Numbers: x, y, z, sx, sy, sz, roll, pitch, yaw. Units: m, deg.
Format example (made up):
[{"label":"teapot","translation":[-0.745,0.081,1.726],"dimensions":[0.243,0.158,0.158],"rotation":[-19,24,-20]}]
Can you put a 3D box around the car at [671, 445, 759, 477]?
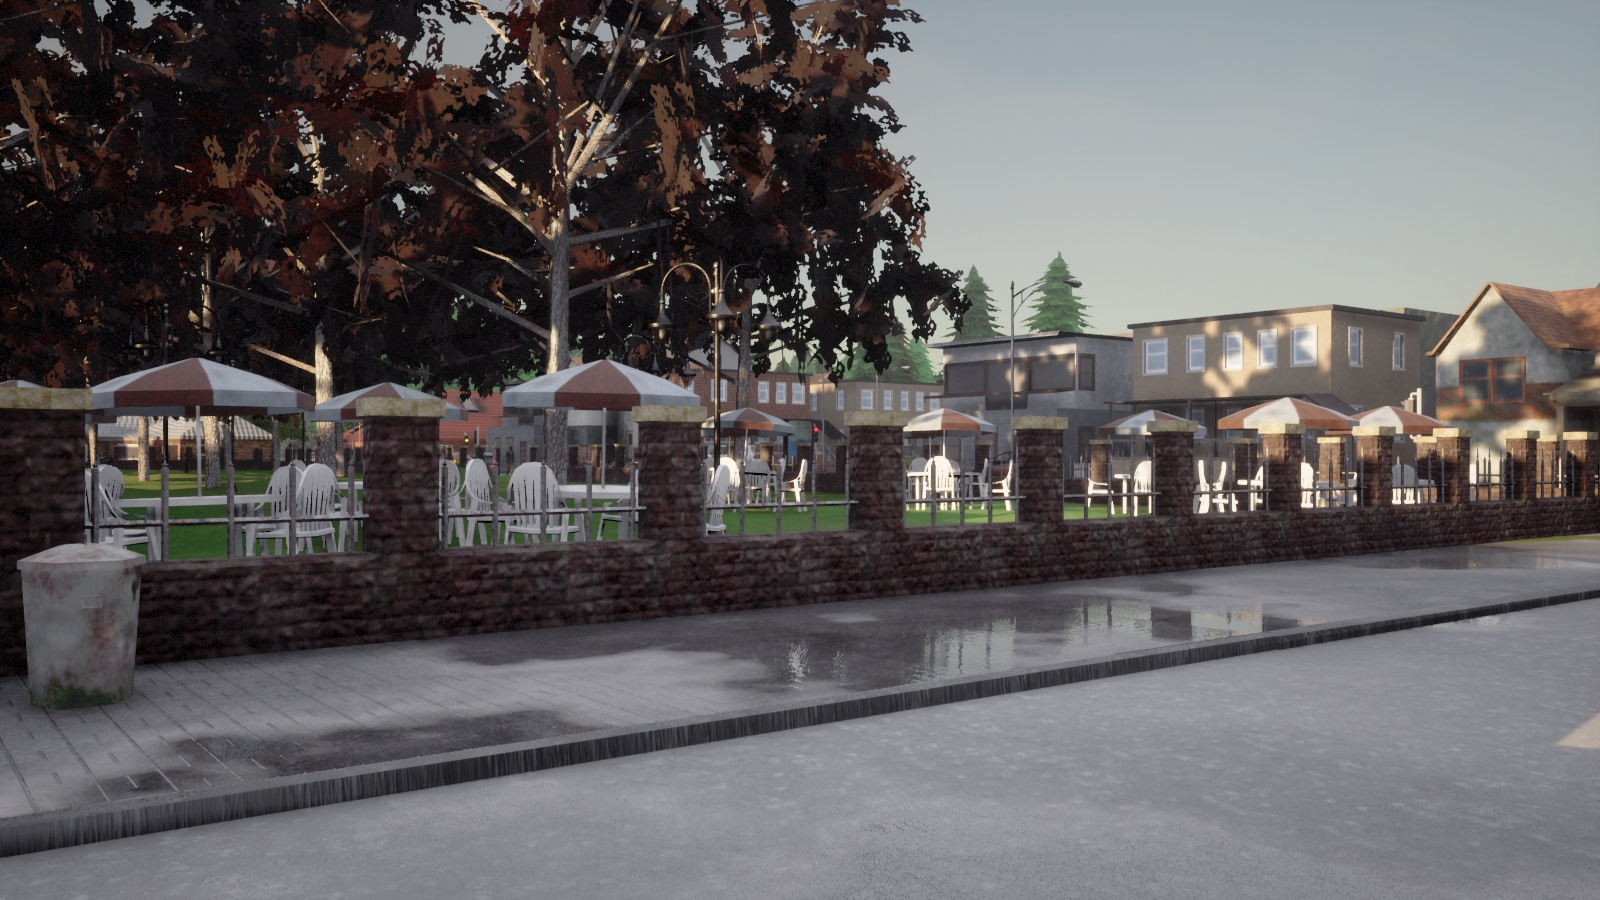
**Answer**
[{"label":"car","translation":[-5.555,0.677,82.481],"dimensions":[5.566,2.045,2.150],"rotation":[0,0,-38]}]

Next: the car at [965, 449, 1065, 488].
[{"label":"car","translation":[9.083,0.754,53.352],"dimensions":[1.851,1.617,3.988],"rotation":[0,0,-37]}]

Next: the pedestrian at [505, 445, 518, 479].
[{"label":"pedestrian","translation":[-16.469,0.664,71.599],"dimensions":[0.423,1.949,0.788],"rotation":[0,0,-37]}]

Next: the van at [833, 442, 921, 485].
[{"label":"van","translation":[3.654,0.638,60.519],"dimensions":[1.775,1.987,4.442],"rotation":[0,0,-37]}]
